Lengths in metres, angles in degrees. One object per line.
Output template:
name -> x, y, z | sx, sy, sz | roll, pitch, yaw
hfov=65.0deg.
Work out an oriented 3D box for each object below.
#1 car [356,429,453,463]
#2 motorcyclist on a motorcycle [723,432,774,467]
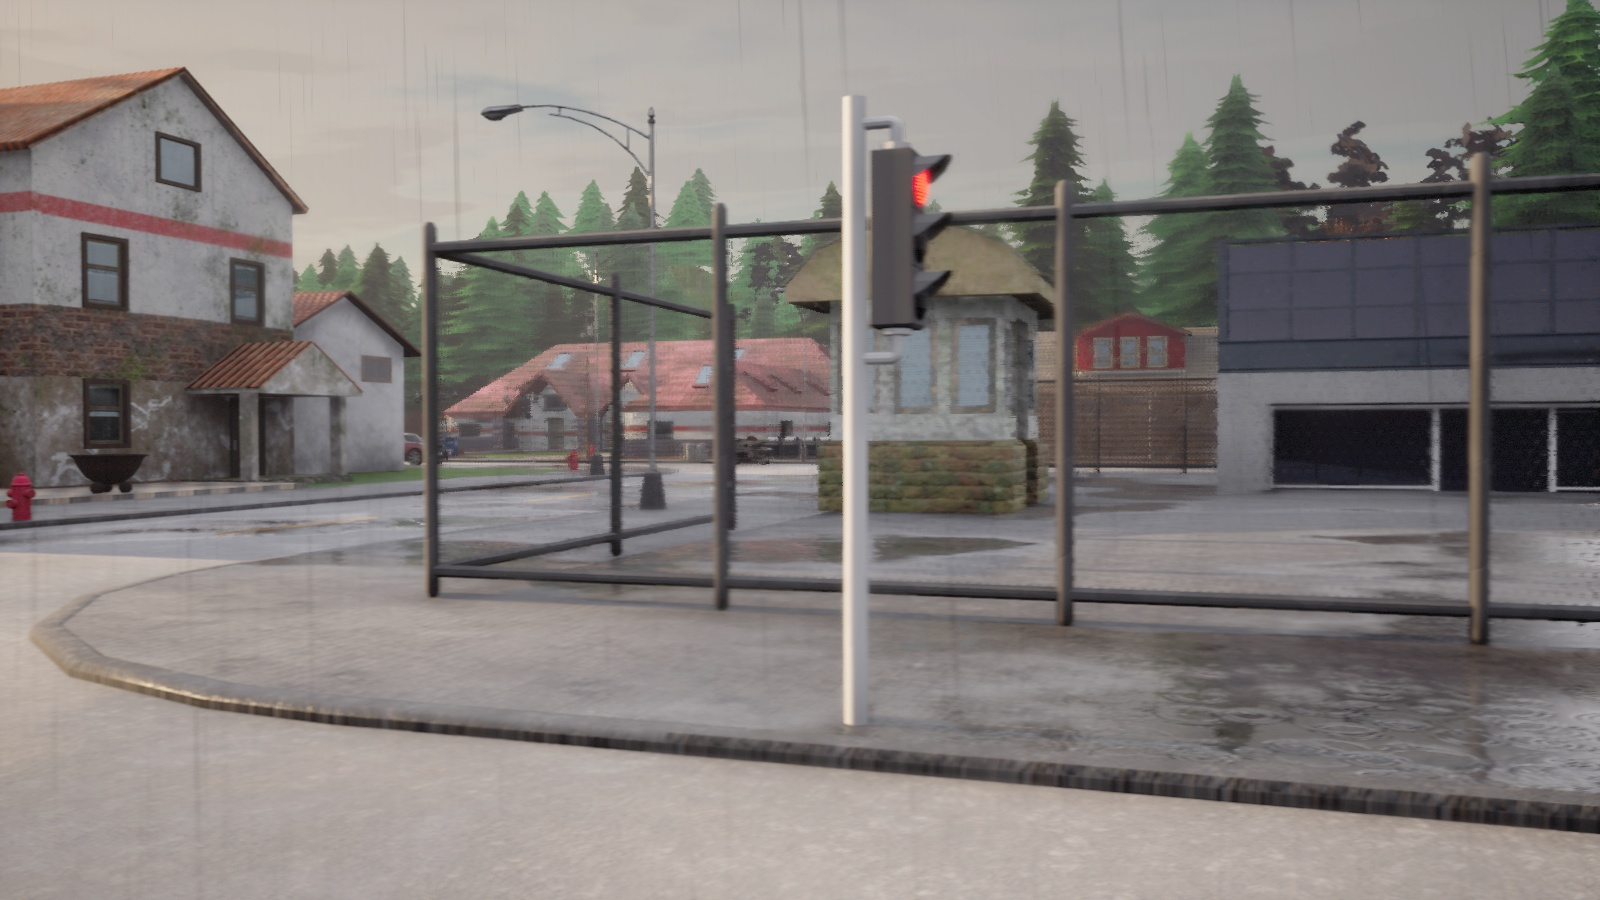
car -> -18.115, -0.199, 57.600 | 3.806, 1.475, 1.970 | 1, 1, 18
motorcyclist on a motorcycle -> -2.319, -0.049, 56.330 | 2.191, 1.530, 0.866 | 1, 2, 32
